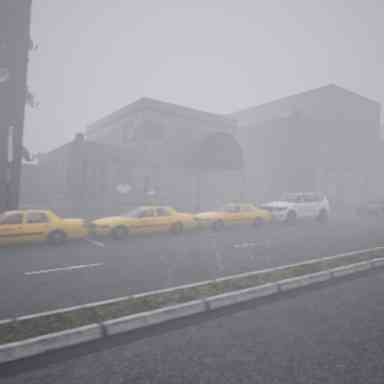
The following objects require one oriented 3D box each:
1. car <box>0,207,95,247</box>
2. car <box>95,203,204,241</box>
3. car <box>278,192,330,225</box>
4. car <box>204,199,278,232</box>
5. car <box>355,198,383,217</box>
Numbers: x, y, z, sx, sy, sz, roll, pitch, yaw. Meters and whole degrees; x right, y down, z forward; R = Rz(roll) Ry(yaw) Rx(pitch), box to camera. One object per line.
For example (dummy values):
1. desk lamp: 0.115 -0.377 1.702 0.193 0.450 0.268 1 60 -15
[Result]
1. car: -6.852 1.378 12.964 5.366 1.575 1.946 0 0 -34
2. car: -2.299 1.351 16.091 5.366 1.575 1.946 0 0 -35
3. car: 7.032 1.053 22.522 5.566 2.045 2.435 0 0 -35
4. car: 2.249 1.327 19.227 5.366 1.575 1.946 0 0 -35
5. car: 16.123 1.286 28.799 4.792 1.488 2.163 0 0 -35
